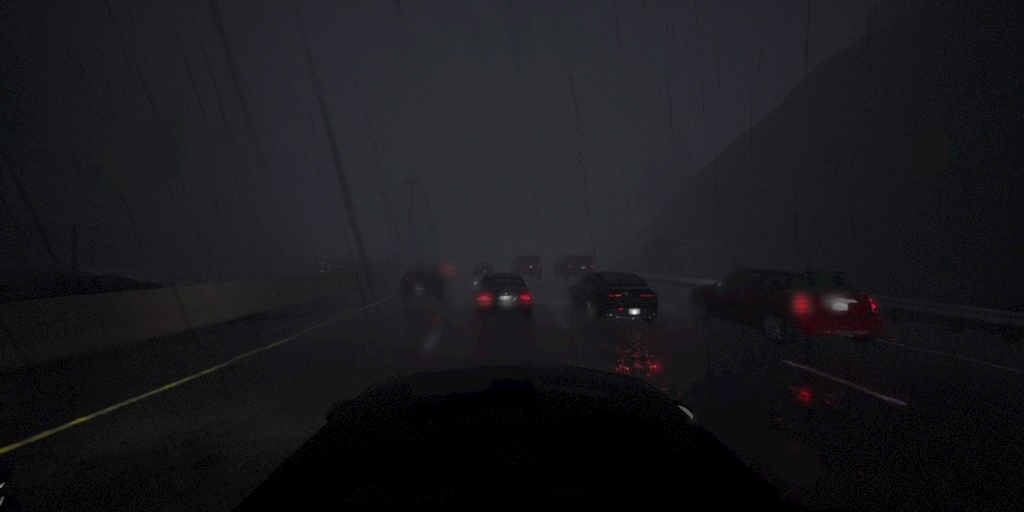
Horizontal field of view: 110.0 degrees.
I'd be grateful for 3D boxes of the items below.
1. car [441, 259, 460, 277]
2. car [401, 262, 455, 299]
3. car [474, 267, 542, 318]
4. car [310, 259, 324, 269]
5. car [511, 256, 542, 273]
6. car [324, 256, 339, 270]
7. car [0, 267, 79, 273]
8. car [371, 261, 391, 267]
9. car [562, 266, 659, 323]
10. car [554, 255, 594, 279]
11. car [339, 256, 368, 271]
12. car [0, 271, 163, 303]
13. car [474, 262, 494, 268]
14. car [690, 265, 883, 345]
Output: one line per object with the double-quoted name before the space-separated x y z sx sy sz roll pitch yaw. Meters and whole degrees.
"car" -6.385 1.128 36.343 2.097 1.767 4.553 0 0 -7
"car" -4.305 1.257 18.217 2.128 1.511 4.902 0 0 -5
"car" -0.342 1.302 12.998 2.033 1.411 5.357 0 0 -4
"car" -30.246 1.190 57.076 2.097 1.767 4.553 0 0 -6
"car" 1.224 0.979 31.849 2.150 2.045 5.566 0 0 -7
"car" -26.541 1.051 55.609 2.150 2.045 5.566 0 0 -6
"car" -21.875 1.297 16.351 2.128 1.511 4.902 0 0 -5
"car" -19.141 1.412 52.600 1.895 1.301 4.718 0 0 -7
"car" 3.182 1.251 12.093 1.837 1.490 4.892 0 0 -3
"car" 5.036 0.969 29.477 2.150 2.045 5.566 0 0 -7
"car" -22.591 1.040 51.995 2.150 2.045 5.566 0 0 -7
"car" -14.478 1.334 11.776 2.033 1.411 5.357 0 0 -3
"car" -2.760 1.293 35.558 1.812 1.442 4.674 0 0 -7
"car" 6.798 1.089 9.637 2.097 1.767 4.553 0 0 -2
